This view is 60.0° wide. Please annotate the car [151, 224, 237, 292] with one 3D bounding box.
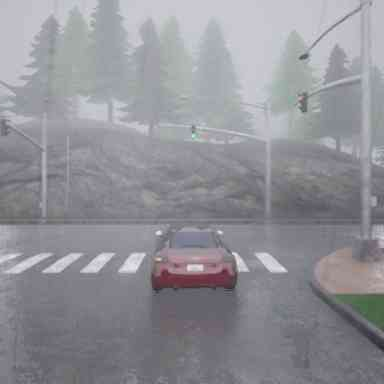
[{"bbox_3d":[-0.053,1.552,9.036,1.994,1.385,4.181,0,1,-3],"label":"car"}]
